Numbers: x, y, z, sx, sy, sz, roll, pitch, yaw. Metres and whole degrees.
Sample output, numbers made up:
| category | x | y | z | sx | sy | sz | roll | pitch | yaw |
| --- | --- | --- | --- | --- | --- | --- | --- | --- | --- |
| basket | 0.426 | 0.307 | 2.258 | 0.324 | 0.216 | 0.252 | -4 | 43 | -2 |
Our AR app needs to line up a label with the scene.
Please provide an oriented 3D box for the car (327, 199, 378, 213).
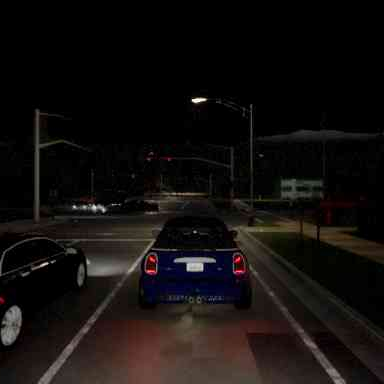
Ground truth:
| category | x | y | z | sx | sy | sz | roll | pitch | yaw |
| --- | --- | --- | --- | --- | --- | --- | --- | --- | --- |
| car | 17.585 | 1.515 | 36.575 | 4.674 | 1.442 | 1.812 | 0 | 0 | 0 |

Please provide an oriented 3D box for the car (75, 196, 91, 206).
| category | x | y | z | sx | sy | sz | roll | pitch | yaw |
| --- | --- | --- | --- | --- | --- | --- | --- | --- | --- |
| car | -17.964 | 1.462 | 55.655 | 1.882 | 1.535 | 5.008 | 0 | 0 | 1 |

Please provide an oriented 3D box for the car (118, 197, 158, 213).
| category | x | y | z | sx | sy | sz | roll | pitch | yaw |
| --- | --- | --- | --- | --- | --- | --- | --- | --- | --- |
| car | -5.775 | 1.553 | 36.737 | 4.181 | 1.385 | 1.994 | 0 | 0 | 0 |

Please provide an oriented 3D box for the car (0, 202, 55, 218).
| category | x | y | z | sx | sy | sz | roll | pitch | yaw |
| --- | --- | --- | --- | --- | --- | --- | --- | --- | --- |
| car | -14.904 | 1.592 | 29.808 | 4.718 | 1.301 | 1.895 | 0 | 0 | 0 |

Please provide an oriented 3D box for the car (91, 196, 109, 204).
| category | x | y | z | sx | sy | sz | roll | pitch | yaw |
| --- | --- | --- | --- | --- | --- | --- | --- | --- | --- |
| car | -17.813 | 1.473 | 64.844 | 2.128 | 1.511 | 4.902 | 0 | 0 | 1 |

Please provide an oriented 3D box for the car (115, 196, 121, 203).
| category | x | y | z | sx | sy | sz | roll | pitch | yaw |
| --- | --- | --- | --- | --- | --- | --- | --- | --- | --- |
| car | -14.336 | 1.529 | 64.091 | 2.033 | 1.411 | 5.357 | 0 | 0 | 1 |

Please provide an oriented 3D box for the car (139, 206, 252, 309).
| category | x | y | z | sx | sy | sz | roll | pitch | yaw |
| --- | --- | --- | --- | --- | --- | --- | --- | --- | --- |
| car | 0.067 | 1.350 | 8.026 | 2.097 | 1.767 | 4.553 | 0 | 0 | 0 |

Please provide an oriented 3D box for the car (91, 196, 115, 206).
| category | x | y | z | sx | sy | sz | roll | pitch | yaw |
| --- | --- | --- | --- | --- | --- | --- | --- | --- | --- |
| car | -14.495 | 1.585 | 54.443 | 1.895 | 1.301 | 4.718 | 0 | 0 | 1 |

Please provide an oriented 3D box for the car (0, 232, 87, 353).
| category | x | y | z | sx | sy | sz | roll | pitch | yaw |
| --- | --- | --- | --- | --- | --- | --- | --- | --- | --- |
| car | -3.443 | 1.503 | 6.120 | 1.837 | 1.490 | 4.892 | 0 | 0 | 0 |

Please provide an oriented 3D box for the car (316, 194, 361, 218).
| category | x | y | z | sx | sy | sz | roll | pitch | yaw |
| --- | --- | --- | --- | --- | --- | --- | --- | --- | --- |
| car | 13.959 | 1.213 | 29.579 | 5.566 | 2.045 | 2.150 | 0 | 0 | 1 |
